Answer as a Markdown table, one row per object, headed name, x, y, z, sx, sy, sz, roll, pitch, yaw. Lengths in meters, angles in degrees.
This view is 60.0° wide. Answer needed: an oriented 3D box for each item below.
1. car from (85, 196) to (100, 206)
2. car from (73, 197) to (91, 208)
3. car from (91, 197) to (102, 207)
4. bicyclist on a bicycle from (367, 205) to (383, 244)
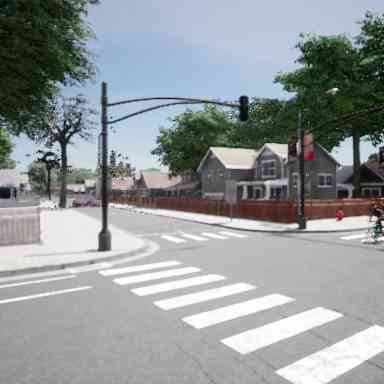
| name | x | y | z | sx | sy | sz | roll | pitch | yaw |
| --- | --- | --- | --- | --- | --- | --- | --- | --- | --- |
| car | -18.525 | 1.651 | 61.665 | 2.097 | 1.767 | 4.553 | 0 | 0 | -25 |
| car | -18.419 | 1.759 | 54.866 | 1.882 | 1.535 | 5.008 | 0 | 0 | -25 |
| car | -15.791 | 1.831 | 55.813 | 1.994 | 1.385 | 4.181 | 0 | 0 | -24 |
| bicyclist on a bicycle | 7.953 | 1.396 | 14.280 | 1.656 | 1.620 | 0.582 | -1 | 1 | -34 |
